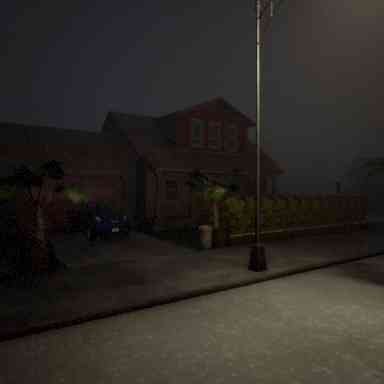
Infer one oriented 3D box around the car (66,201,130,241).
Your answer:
[{"bbox_3d":[-4.134,1.174,14.517,1.845,1.501,3.633,0,0,-38],"label":"car"}]
